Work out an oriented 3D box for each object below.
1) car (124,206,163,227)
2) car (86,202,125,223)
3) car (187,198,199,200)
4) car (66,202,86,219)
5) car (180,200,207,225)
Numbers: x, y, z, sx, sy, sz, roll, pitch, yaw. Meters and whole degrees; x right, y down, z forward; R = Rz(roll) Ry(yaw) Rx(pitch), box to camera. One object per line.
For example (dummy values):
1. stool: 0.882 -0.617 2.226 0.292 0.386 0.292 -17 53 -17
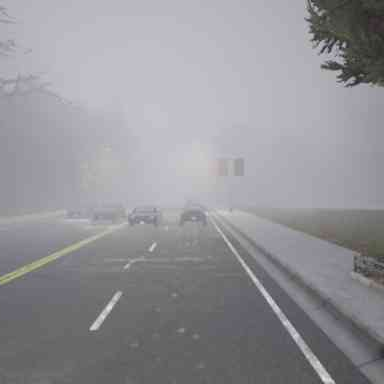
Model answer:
1. car: -3.141 1.653 23.261 1.895 1.301 4.718 0 0 0
2. car: -6.551 1.538 26.594 1.882 1.535 5.008 0 -1 1
3. car: 0.115 1.486 41.605 2.097 1.767 4.553 0 -1 0
4. car: -9.767 1.621 30.628 2.033 1.411 5.357 0 0 1
5. car: 0.104 1.581 24.440 1.812 1.442 4.674 0 0 0
